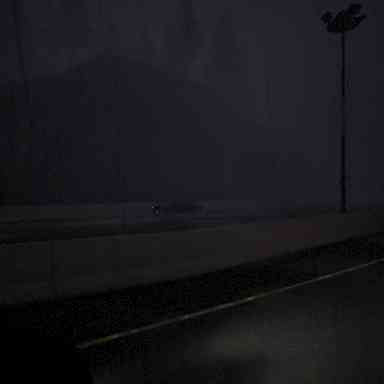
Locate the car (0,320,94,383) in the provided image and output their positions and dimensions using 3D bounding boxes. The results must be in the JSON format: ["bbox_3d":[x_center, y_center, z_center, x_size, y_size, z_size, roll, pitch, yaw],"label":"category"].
[{"bbox_3d":[-2.995,1.498,1.710,4.902,1.511,2.128,0,0,-35],"label":"car"}]
